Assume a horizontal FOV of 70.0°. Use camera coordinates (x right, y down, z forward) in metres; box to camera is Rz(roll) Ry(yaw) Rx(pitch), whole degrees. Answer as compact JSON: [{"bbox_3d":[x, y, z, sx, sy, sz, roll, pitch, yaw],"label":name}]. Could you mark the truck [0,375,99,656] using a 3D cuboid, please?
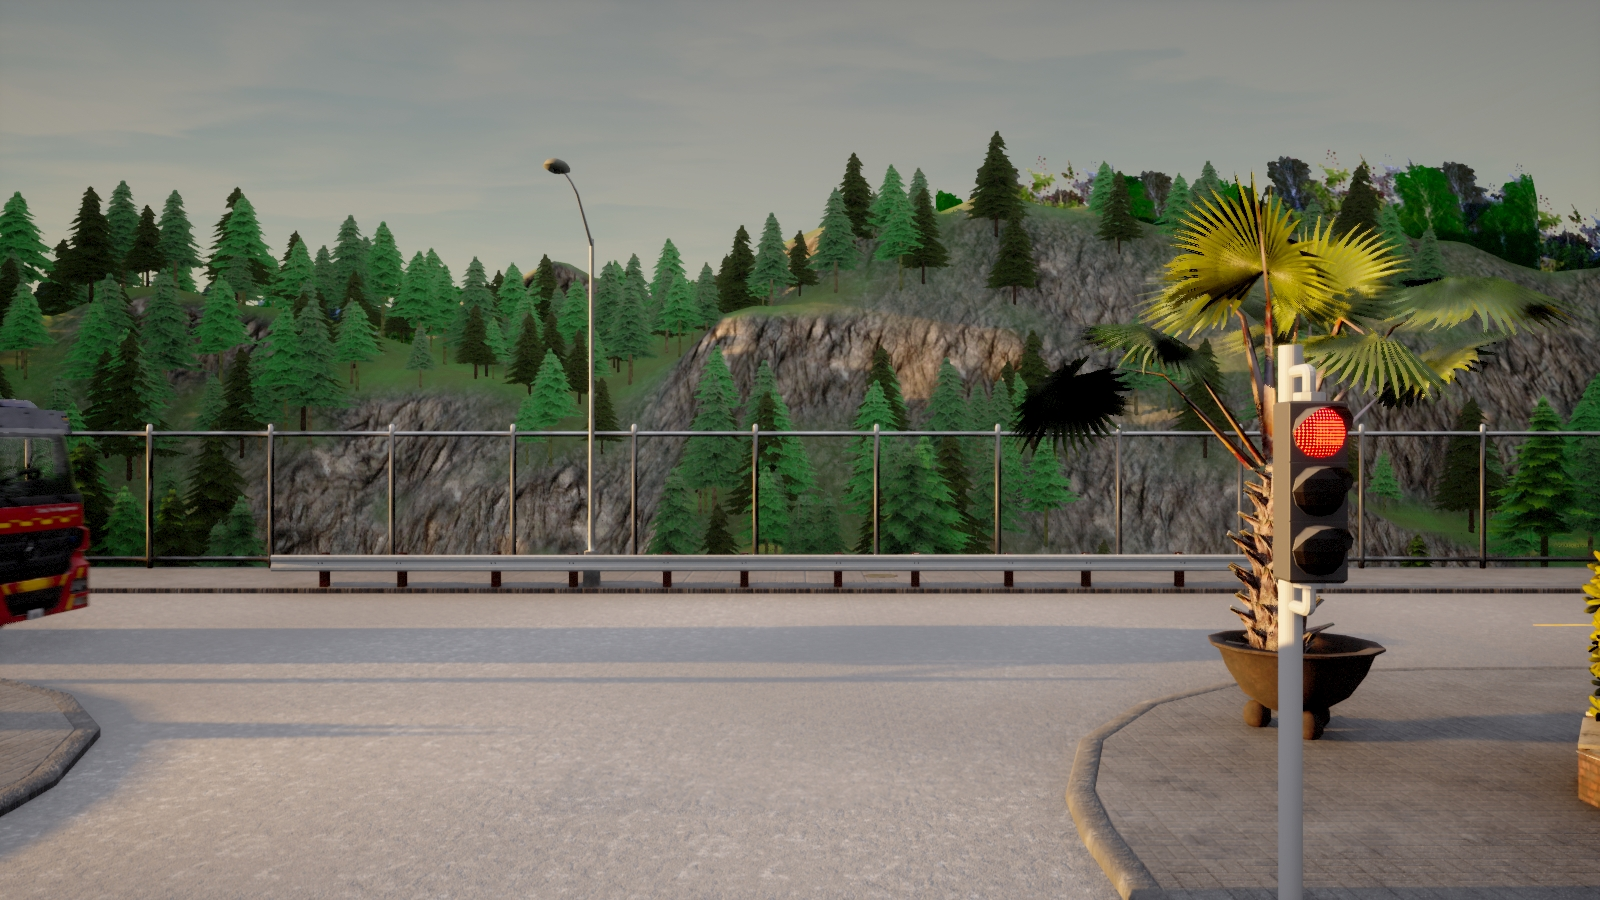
[{"bbox_3d":[-15.137,0.890,16.318,8.468,3.827,2.891,0,0,0],"label":"truck"}]
